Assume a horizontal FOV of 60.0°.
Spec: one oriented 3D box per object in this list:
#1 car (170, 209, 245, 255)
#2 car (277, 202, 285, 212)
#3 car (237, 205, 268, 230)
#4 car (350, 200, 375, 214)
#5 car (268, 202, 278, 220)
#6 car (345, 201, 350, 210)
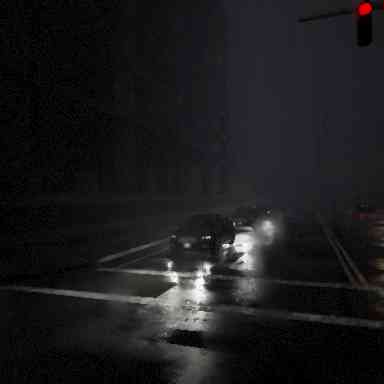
[{"bbox_3d":[0.640,1.699,14.427,2.128,1.511,4.902,-1,-1,20],"label":"car"},{"bbox_3d":[12.239,2.117,47.586,1.994,1.385,4.181,-1,-1,20],"label":"car"},{"bbox_3d":[3.922,1.797,23.849,2.128,1.511,4.902,-1,-1,19],"label":"car"},{"bbox_3d":[20.920,1.840,40.400,2.128,1.511,4.902,-1,-1,20],"label":"car"},{"bbox_3d":[7.190,2.005,33.258,1.895,1.301,4.718,-1,-1,19],"label":"car"},{"bbox_3d":[24.200,1.975,50.002,1.812,1.442,4.674,-1,-1,19],"label":"car"}]
